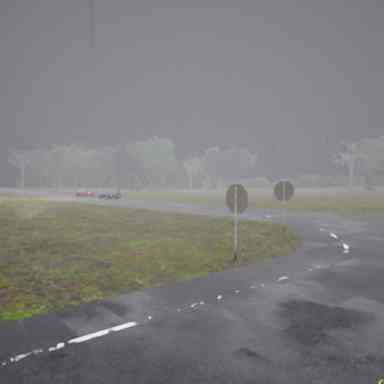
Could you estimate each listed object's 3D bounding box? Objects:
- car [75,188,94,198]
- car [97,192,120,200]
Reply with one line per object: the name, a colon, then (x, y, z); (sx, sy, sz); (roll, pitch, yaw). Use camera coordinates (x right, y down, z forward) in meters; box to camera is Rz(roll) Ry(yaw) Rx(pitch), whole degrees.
car: (-19.258, 0.147, 59.682); (2.097, 1.767, 4.553); (0, 1, -38)
car: (-13.056, 0.572, 51.876); (1.895, 1.301, 4.718); (0, 1, -38)
